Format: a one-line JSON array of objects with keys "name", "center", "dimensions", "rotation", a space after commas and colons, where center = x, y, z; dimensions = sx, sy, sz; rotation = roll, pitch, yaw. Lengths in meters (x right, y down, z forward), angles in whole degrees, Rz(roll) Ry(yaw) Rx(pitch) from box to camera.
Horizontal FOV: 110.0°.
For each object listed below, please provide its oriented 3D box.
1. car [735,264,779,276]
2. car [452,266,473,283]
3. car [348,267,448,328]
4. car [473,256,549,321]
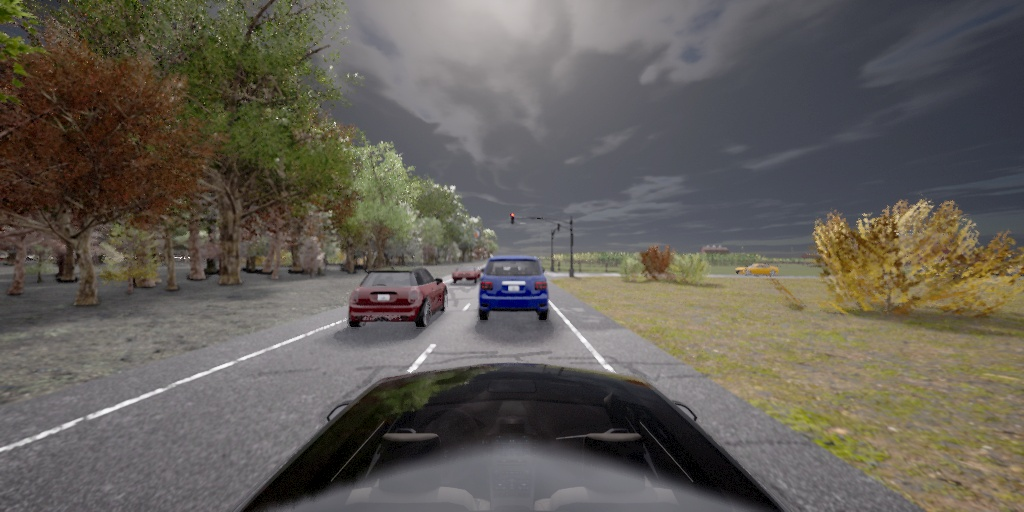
[{"name": "car", "center": [31.349, 1.765, 46.039], "dimensions": [5.008, 1.535, 1.882], "rotation": [1, -1, 0]}, {"name": "car", "center": [-3.547, 1.445, 28.755], "dimensions": [1.895, 1.301, 4.718], "rotation": [0, 0, 0]}, {"name": "car", "center": [-3.450, 1.138, 11.691], "dimensions": [2.097, 1.767, 4.553], "rotation": [0, 0, -1]}, {"name": "car", "center": [0.042, 1.011, 12.825], "dimensions": [2.150, 2.045, 5.566], "rotation": [0, 0, 0]}]
